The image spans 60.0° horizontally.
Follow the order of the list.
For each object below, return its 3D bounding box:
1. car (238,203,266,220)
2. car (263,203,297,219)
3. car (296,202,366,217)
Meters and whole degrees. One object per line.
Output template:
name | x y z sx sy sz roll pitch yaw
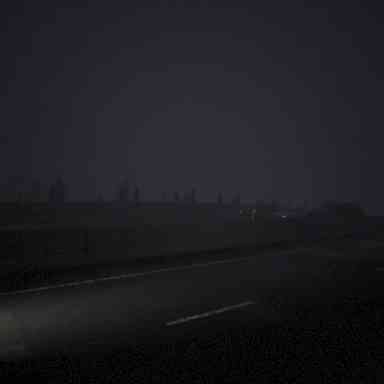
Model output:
car | 6.330 1.786 29.898 4.553 1.767 2.097 4 -2 -35
car | 8.246 1.943 26.966 4.674 1.442 1.812 4 -2 -35
car | 10.464 1.735 24.244 5.566 2.045 2.150 3 -2 -35
